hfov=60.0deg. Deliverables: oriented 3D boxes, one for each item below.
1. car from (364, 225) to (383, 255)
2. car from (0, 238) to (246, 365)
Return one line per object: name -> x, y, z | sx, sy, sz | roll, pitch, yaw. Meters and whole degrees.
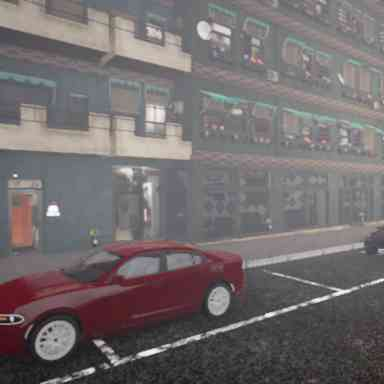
car -> 8.197, 1.622, 12.427 | 4.313, 1.339, 1.947 | 0, -1, -36
car -> -1.057, 1.555, 5.820 | 4.507, 1.381, 1.887 | 0, -1, -36
